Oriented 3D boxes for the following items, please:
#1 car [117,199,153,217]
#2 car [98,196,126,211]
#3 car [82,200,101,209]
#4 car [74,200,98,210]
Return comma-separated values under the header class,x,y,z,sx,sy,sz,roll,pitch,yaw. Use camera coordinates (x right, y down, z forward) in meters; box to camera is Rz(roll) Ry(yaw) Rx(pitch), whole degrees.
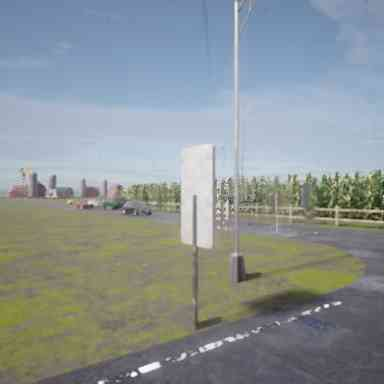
class,x,y,z,sx,sy,sz,roll,pitch,yaw
car,-5.904,1.788,35.643,1.837,1.490,4.892,0,-1,-34
car,-11.330,1.642,48.644,2.150,2.045,5.566,0,-1,-34
car,-17.288,2.043,57.227,1.812,1.442,4.674,0,-1,-35
car,-16.704,2.093,51.523,1.895,1.301,4.718,0,-1,-35
